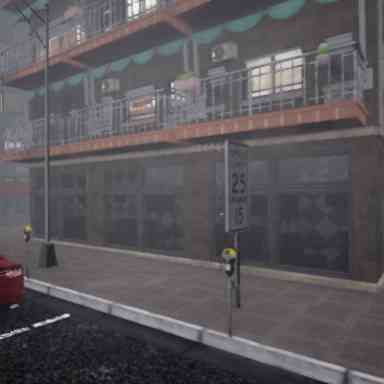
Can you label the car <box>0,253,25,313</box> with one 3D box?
[{"bbox_3d":[-5.048,1.540,6.483,4.507,1.381,1.887,0,-1,35],"label":"car"}]
